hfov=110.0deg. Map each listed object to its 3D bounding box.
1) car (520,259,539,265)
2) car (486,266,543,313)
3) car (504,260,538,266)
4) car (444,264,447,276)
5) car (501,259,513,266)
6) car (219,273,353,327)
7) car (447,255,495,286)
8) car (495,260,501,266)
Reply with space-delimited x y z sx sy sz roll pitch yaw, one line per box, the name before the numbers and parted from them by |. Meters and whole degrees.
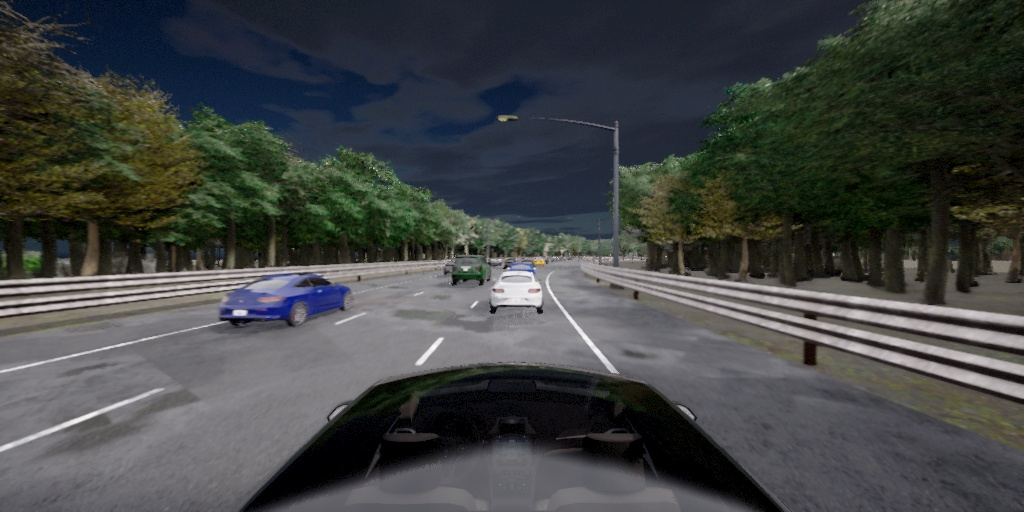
car | 1.795 1.274 41.075 1.837 1.490 4.892 0 0 5
car | 0.200 1.282 13.897 1.812 1.442 4.674 0 0 2
car | 0.665 1.240 25.379 1.882 1.535 5.008 0 0 3
car | -5.563 1.243 36.471 2.128 1.511 4.902 0 0 5
car | -0.039 1.272 56.229 1.837 1.490 4.892 0 0 7
car | -6.821 1.264 11.363 1.812 1.442 4.674 0 0 1
car | -2.813 0.976 25.811 2.150 2.045 5.566 0 0 4
car | -2.921 1.351 62.190 1.895 1.301 4.718 1 0 8
